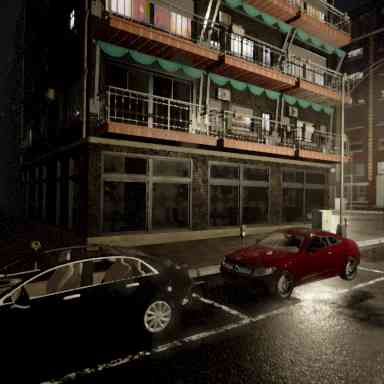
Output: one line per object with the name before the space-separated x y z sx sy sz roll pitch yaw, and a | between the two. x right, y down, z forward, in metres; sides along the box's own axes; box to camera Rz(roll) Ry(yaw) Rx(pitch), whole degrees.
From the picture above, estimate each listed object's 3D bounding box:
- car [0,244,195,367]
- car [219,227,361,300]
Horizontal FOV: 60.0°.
car | -2.011 1.551 5.068 4.403 1.369 2.008 0 1 -36
car | 2.614 1.585 8.375 4.206 1.307 1.802 0 1 -36
